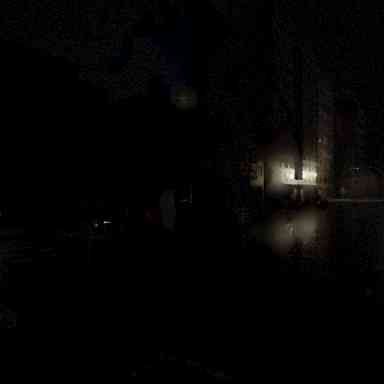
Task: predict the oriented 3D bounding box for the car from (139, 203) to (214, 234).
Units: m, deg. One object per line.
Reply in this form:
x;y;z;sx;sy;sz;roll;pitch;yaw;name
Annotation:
-0.485;1.302;18.661;2.097;1.767;4.553;0;0;35;car

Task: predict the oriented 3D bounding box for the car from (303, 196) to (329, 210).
15.312;1.250;40.929;2.097;1.767;4.553;0;0;35;car

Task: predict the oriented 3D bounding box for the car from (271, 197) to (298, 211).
11.172;1.400;40.155;1.882;1.535;5.008;0;0;36;car

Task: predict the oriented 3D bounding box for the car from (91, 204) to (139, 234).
-3.602;1.476;19.369;1.837;1.490;4.892;0;0;35;car
